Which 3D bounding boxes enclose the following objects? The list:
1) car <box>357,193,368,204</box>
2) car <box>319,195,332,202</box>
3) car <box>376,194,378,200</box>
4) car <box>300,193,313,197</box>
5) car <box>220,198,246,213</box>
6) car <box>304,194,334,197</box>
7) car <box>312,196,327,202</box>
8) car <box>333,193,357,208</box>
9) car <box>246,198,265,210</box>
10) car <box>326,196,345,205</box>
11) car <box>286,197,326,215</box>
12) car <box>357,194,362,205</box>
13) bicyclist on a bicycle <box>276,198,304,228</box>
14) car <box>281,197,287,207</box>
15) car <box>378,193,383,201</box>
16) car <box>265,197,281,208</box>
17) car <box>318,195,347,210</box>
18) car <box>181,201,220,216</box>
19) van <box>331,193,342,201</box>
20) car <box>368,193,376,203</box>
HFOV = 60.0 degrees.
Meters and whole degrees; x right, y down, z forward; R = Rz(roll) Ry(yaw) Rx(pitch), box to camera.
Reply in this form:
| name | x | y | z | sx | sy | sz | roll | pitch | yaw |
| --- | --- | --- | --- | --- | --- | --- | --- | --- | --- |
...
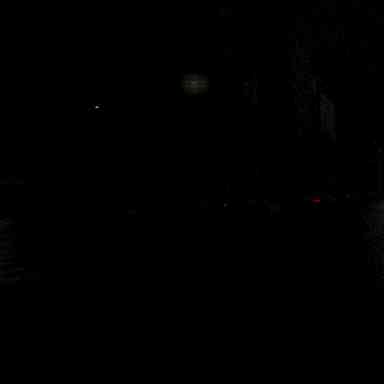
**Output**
| name | x | y | z | sx | sy | sz | roll | pitch | yaw |
| --- | --- | --- | --- | --- | --- | --- | --- | --- | --- |
| car | 26.916 | 1.116 | 54.617 | 2.192 | 1.841 | 5.009 | 0 | 0 | 35 |
| car | 29.564 | 1.425 | 73.382 | 1.802 | 1.307 | 4.206 | 0 | 0 | 35 |
| car | 36.658 | 1.301 | 68.653 | 1.752 | 1.417 | 4.829 | 0 | 0 | 35 |
| car | 19.918 | 1.413 | 59.484 | 1.887 | 1.381 | 4.507 | 0 | 0 | 35 |
| car | 3.841 | 1.365 | 36.318 | 1.967 | 1.590 | 4.097 | 0 | 0 | 35 |
| car | 17.422 | 1.335 | 45.441 | 2.128 | 1.511 | 4.902 | -1 | 0 | 35 |
| car | 26.350 | 1.416 | 68.750 | 1.947 | 1.339 | 4.313 | 0 | 0 | 35 |
| car | 20.486 | 1.135 | 45.352 | 2.192 | 1.841 | 5.009 | 0 | 0 | 35 |
| car | 7.057 | 1.493 | 40.951 | 1.802 | 1.307 | 4.206 | 0 | 0 | 35 |
| car | 23.286 | 1.352 | 53.893 | 1.812 | 1.442 | 4.674 | -1 | 0 | 35 |
| car | 10.843 | 1.423 | 31.453 | 1.947 | 1.339 | 4.313 | 0 | 0 | 35 |
| car | 23.702 | 1.376 | 49.983 | 1.947 | 1.339 | 4.313 | 0 | 0 | 35 |
| bicyclist on a bicycle | 5.361 | 1.176 | 18.359 | 1.656 | 1.620 | 0.582 | -1 | 0 | 35 |
| car | 13.488 | 1.453 | 50.218 | 1.947 | 1.339 | 4.313 | 0 | 0 | 35 |
| car | 42.991 | 1.357 | 77.778 | 1.802 | 1.307 | 4.206 | -1 | 0 | 35 |
| car | 10.175 | 1.424 | 45.444 | 1.752 | 1.417 | 4.829 | 0 | 0 | 35 |
| car | 17.272 | 1.376 | 40.719 | 1.887 | 1.381 | 4.507 | 0 | 0 | 35 |
| car | 0.627 | 1.522 | 31.685 | 1.802 | 1.307 | 4.206 | 0 | 0 | 35 |
| van | 35.993 | 1.183 | 82.650 | 1.690 | 1.788 | 3.998 | -1 | 0 | 35 |
| car | 33.346 | 1.098 | 63.882 | 2.192 | 1.841 | 5.009 | 0 | 0 | 35 |
